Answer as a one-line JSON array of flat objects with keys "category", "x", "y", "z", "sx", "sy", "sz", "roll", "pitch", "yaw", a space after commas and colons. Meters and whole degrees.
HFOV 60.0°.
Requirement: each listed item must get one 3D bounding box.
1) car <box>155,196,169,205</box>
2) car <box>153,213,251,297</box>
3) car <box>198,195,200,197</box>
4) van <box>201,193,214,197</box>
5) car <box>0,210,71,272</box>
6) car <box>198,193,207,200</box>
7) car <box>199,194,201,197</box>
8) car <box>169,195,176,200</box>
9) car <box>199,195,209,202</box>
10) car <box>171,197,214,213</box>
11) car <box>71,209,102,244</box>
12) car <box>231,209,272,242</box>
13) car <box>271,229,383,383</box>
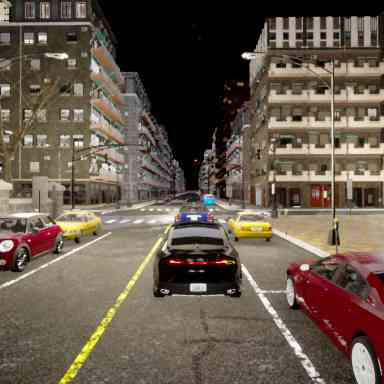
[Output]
[{"category": "car", "x": -5.626, "y": 1.556, "z": 59.870, "sx": 1.802, "sy": 1.307, "sz": 4.206, "roll": 1, "pitch": 0, "yaw": 0}, {"category": "car", "x": 0.111, "y": 1.507, "z": 8.531, "sx": 1.837, "sy": 1.490, "sz": 4.892, "roll": 0, "pitch": 0, "yaw": 0}, {"category": "car", "x": 2.760, "y": 1.534, "z": 65.477, "sx": 1.947, "sy": 1.339, "sz": 4.313, "roll": 1, "pitch": 0, "yaw": 0}, {"category": "van", "x": 2.752, "y": 1.321, "z": 54.134, "sx": 1.690, "sy": 1.788, "sz": 3.998, "roll": 1, "pitch": 0, "yaw": 0}, {"category": "car", "x": -5.670, "y": 1.442, "z": 10.552, "sx": 1.967, "sy": 1.590, "sz": 4.097, "roll": 1, "pitch": 0, "yaw": 0}, {"category": "car", "x": 2.784, "y": 1.249, "z": 88.160, "sx": 2.192, "sy": 1.841, "sz": 5.009, "roll": 1, "pitch": 0, "yaw": 0}, {"category": "car", "x": 2.755, "y": 1.519, "z": 59.806, "sx": 1.887, "sy": 1.381, "sz": 4.507, "roll": 1, "pitch": 0, "yaw": 0}, {"category": "car", "x": -5.599, "y": 1.516, "z": 88.225, "sx": 1.802, "sy": 1.307, "sz": 4.206, "roll": 1, "pitch": 0, "yaw": 0}, {"category": "car", "x": 2.771, "y": 1.503, "z": 76.818, "sx": 2.008, "sy": 1.369, "sz": 4.403, "roll": 1, "pitch": 0, "yaw": 0}, {"category": "car", "x": 0.137, "y": 1.354, "z": 18.791, "sx": 2.097, "sy": 1.767, "sz": 4.553, "roll": 0, "pitch": 0, "yaw": 1}, {"category": "car", "x": -5.666, "y": 1.527, "z": 15.996, "sx": 1.752, "sy": 1.417, "sz": 4.829, "roll": 1, "pitch": 0, "yaw": 0}, {"category": "car", "x": 2.715, "y": 1.527, "z": 16.311, "sx": 1.752, "sy": 1.417, "sz": 4.829, "roll": 1, "pitch": 0, "yaw": 0}, {"category": "car", "x": 2.704, "y": 1.546, "z": 4.908, "sx": 1.887, "sy": 1.381, "sz": 4.507, "roll": 1, "pitch": 0, "yaw": 0}]
